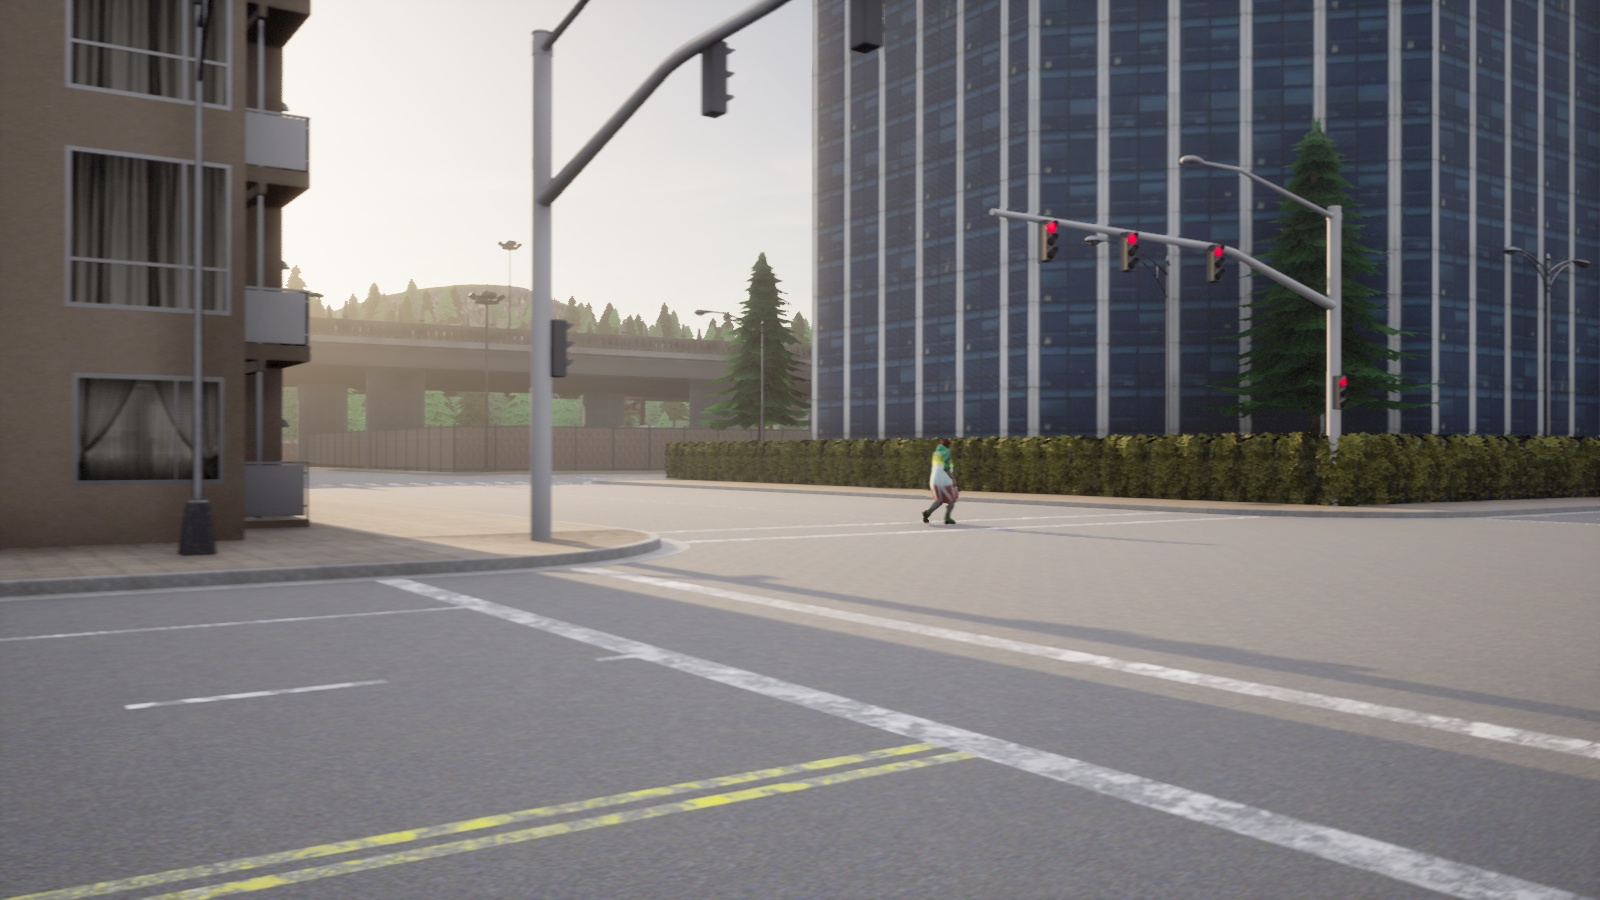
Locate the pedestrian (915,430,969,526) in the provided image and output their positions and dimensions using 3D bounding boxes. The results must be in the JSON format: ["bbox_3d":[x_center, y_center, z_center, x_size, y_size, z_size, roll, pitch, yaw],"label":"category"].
[{"bbox_3d":[2.928,0.571,25.920,0.873,1.952,0.659,0,0,-27],"label":"pedestrian"}]
